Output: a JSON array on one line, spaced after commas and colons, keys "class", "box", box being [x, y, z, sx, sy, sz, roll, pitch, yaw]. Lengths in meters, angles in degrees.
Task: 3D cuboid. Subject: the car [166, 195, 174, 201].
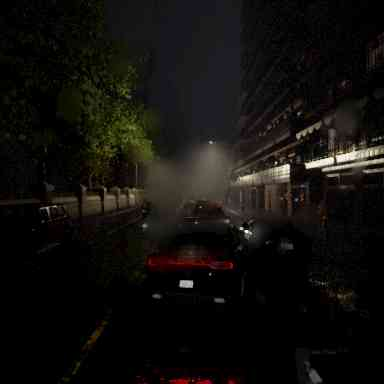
[{"class": "car", "box": [-5.890, 1.596, 89.999, 1.752, 1.417, 4.829, 0, 0, 0]}]

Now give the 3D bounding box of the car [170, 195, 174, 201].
[{"class": "car", "box": [-5.864, 1.577, 78.738, 1.752, 1.417, 4.829, 0, 0, 0]}]

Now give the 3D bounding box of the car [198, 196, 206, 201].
[{"class": "car", "box": [2.504, 1.626, 84.557, 1.947, 1.339, 4.313, 0, 0, 0]}]

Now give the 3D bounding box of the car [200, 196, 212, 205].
[{"class": "car", "box": [2.553, 1.471, 62.036, 1.967, 1.590, 4.097, 0, 0, 0]}]

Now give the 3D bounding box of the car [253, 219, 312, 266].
[{"class": "car", "box": [2.665, 1.565, 11.365, 1.947, 1.339, 4.313, 0, 0, 0]}]

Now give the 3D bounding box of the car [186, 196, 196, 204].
[{"class": "car", "box": [-0.139, 1.510, 63.738, 1.882, 1.535, 5.008, 0, 0, 0]}]

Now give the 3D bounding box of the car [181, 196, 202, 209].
[{"class": "car", "box": [-0.078, 1.562, 45.066, 2.033, 1.411, 5.357, 0, 0, 0]}]

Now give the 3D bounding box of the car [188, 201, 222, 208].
[{"class": "car", "box": [0.861, 1.478, 18.121, 1.882, 1.535, 5.008, 0, 0, 0]}]

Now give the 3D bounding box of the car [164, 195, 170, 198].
[{"class": "car", "box": [-5.827, 1.582, 62.017, 2.008, 1.369, 4.403, 0, 0, 0]}]

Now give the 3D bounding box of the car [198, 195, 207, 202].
[{"class": "car", "box": [2.515, 1.492, 78.927, 1.967, 1.590, 4.097, 0, 0, 0]}]

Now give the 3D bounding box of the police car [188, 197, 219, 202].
[{"class": "police car", "box": [0.847, 1.427, 24.231, 1.930, 1.638, 5.238, 0, 0, 0]}]

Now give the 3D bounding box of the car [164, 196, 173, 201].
[{"class": "car", "box": [-5.877, 1.611, 84.538, 2.008, 1.369, 4.403, 0, 0, 0]}]

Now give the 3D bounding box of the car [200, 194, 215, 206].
[{"class": "car", "box": [2.564, 1.340, 56.405, 2.192, 1.841, 5.009, 0, 0, 0]}]

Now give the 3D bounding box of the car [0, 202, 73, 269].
[{"class": "car", "box": [-5.715, 1.314, 11.346, 2.192, 1.841, 5.009, 0, 0, 0]}]

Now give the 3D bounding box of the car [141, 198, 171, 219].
[{"class": "car", "box": [-3.159, 1.508, 29.048, 1.837, 1.490, 4.892, 0, 0, 0]}]

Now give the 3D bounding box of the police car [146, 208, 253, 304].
[{"class": "police car", "box": [0.425, 1.425, 8.417, 1.930, 1.638, 5.238, 0, 0, 12]}]
